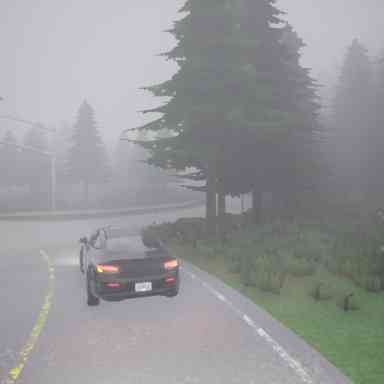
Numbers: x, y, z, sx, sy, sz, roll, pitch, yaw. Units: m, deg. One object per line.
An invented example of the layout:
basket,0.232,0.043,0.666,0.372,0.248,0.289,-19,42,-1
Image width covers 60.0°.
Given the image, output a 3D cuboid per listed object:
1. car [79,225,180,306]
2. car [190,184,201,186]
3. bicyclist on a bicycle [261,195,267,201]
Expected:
car,-1.674,1.526,8.095,1.812,1.442,4.674,0,0,-21
car,0.647,-1.747,69.712,1.994,1.385,4.181,0,5,-5
bicyclist on a bicycle,6.342,0.894,30.365,1.656,1.620,0.582,-13,-4,35
